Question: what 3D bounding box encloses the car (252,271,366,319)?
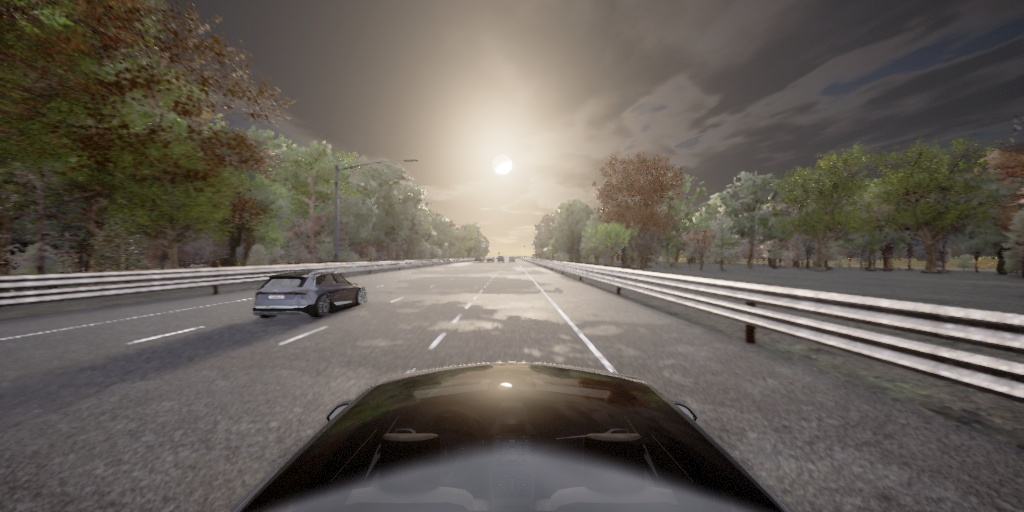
[{"bbox_3d":[-6.999,1.318,12.913,2.033,1.649,4.856,0,-1,0],"label":"car"}]
